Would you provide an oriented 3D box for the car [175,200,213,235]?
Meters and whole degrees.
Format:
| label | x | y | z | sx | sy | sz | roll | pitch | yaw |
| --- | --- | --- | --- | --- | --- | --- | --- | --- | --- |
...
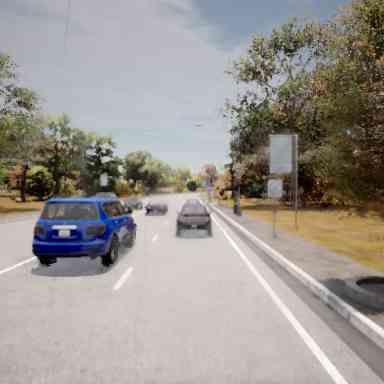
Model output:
| label | x | y | z | sx | sy | sz | roll | pitch | yaw |
| --- | --- | --- | --- | --- | --- | --- | --- | --- | --- |
| car | 0.100 | 1.420 | 18.311 | 2.128 | 1.511 | 4.902 | 0 | 0 | 0 |

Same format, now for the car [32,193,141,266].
| label | x | y | z | sx | sy | sz | roll | pitch | yaw |
| --- | --- | --- | --- | --- | --- | --- | --- | --- | --- |
| car | -3.401 | 1.176 | 11.542 | 2.150 | 2.045 | 5.566 | 0 | 0 | 0 |

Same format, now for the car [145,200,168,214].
| label | x | y | z | sx | sy | sz | roll | pitch | yaw |
| --- | --- | --- | --- | --- | --- | --- | --- | --- | --- |
| car | -3.402 | 1.470 | 33.077 | 1.895 | 1.301 | 4.718 | 0 | 0 | 0 |
